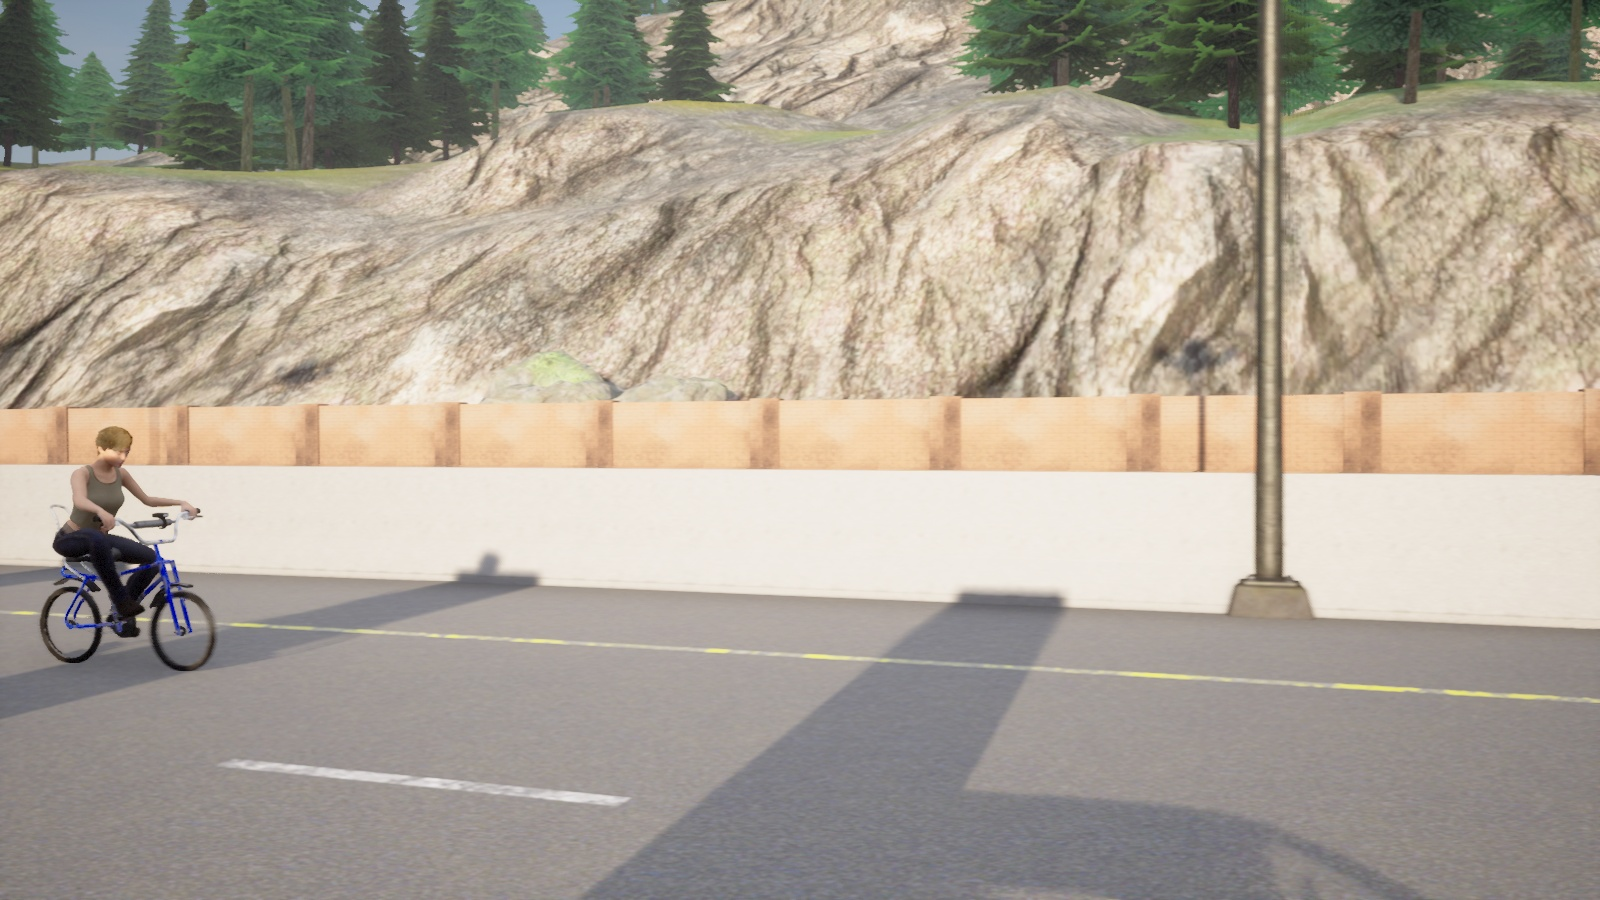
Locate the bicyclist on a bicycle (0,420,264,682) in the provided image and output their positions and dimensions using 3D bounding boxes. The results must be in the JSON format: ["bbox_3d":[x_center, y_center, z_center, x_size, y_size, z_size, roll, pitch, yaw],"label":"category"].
[{"bbox_3d":[-4.501,0.611,8.370,1.509,1.612,0.866,1,1,18],"label":"bicyclist on a bicycle"}]
